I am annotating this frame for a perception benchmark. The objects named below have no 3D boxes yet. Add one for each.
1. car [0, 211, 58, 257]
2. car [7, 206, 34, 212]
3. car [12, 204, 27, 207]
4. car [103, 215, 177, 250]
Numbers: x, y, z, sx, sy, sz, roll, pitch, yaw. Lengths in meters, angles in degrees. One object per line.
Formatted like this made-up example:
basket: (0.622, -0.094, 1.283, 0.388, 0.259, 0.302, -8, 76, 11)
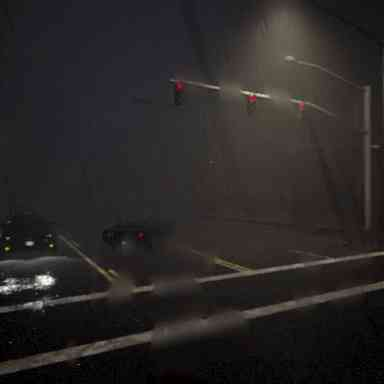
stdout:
car: (-6.761, 1.691, 13.741, 1.994, 1.385, 4.181, 0, -1, -28)
car: (-10.884, 1.846, 21.451, 1.895, 1.301, 4.718, 0, -1, -28)
car: (-17.416, 1.978, 33.676, 1.837, 1.490, 4.892, 0, 0, -28)
car: (-2.077, 1.691, 14.877, 1.895, 1.301, 4.718, -1, -1, 12)
